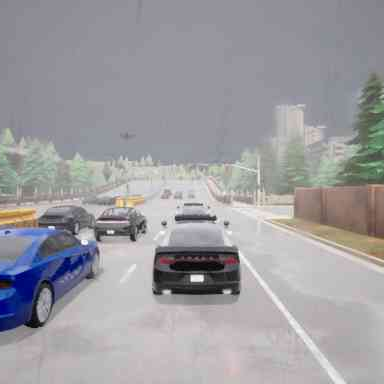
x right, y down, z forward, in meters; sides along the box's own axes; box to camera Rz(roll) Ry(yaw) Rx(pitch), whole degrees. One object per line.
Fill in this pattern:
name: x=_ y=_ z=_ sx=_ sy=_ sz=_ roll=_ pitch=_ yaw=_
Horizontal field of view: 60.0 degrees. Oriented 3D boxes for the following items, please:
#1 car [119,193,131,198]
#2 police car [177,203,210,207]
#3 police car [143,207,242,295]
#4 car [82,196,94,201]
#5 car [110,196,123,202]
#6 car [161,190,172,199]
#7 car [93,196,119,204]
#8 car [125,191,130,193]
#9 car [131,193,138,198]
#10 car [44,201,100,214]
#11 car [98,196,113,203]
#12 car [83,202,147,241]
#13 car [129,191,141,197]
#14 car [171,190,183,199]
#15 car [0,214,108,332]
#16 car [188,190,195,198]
car: x=-14.051 y=1.492 z=65.585 sx=2.128 sy=1.511 sz=4.902 roll=0 pitch=0 yaw=0
police car: x=0.090 y=1.425 z=18.771 sx=1.930 sy=1.638 sz=5.238 roll=0 pitch=0 yaw=0
police car: x=0.096 y=1.425 z=8.868 sx=1.930 sy=1.638 sz=5.238 roll=0 pitch=0 yaw=0
car: x=-17.599 y=1.507 z=57.760 sx=1.837 sy=1.490 sz=4.892 roll=0 pitch=-1 yaw=0
car: x=-17.581 y=1.555 z=77.365 sx=1.895 sy=1.301 sz=4.718 roll=0 pitch=1 yaw=0
car: x=-7.147 y=1.071 z=88.534 sx=1.994 sy=1.385 sz=4.181 roll=0 pitch=4 yaw=0
car: x=-14.109 y=1.548 z=54.963 sx=2.033 sy=1.411 sz=5.357 roll=0 pitch=0 yaw=0
car: x=-17.670 y=0.520 z=92.382 sx=2.097 sy=1.767 sz=4.553 roll=0 pitch=4 yaw=0
car: x=-14.062 y=1.538 z=74.267 sx=1.994 sy=1.385 sz=4.181 roll=0 pitch=0 yaw=0
car: x=-6.909 y=1.505 z=18.730 sx=1.837 sy=1.490 sz=4.892 roll=0 pitch=0 yaw=0
car: x=-17.531 y=1.556 z=67.348 sx=1.994 sy=1.385 sz=4.181 roll=0 pitch=0 yaw=0
car: x=-3.417 y=1.492 z=16.528 sx=2.128 sy=1.511 sz=4.902 roll=0 pitch=0 yaw=1
car: x=-14.126 y=1.225 z=85.000 sx=2.128 sy=1.511 sz=4.902 roll=0 pitch=2 yaw=0
car: x=-3.645 y=0.903 z=88.111 sx=2.097 sy=1.767 sz=4.553 roll=0 pitch=3 yaw=0
car: x=-3.404 y=1.478 z=6.978 sx=1.882 sy=1.535 sz=5.008 roll=0 pitch=0 yaw=0
car: x=-0.164 y=0.931 z=91.320 sx=1.895 sy=1.301 sz=4.718 roll=0 pitch=4 yaw=0
